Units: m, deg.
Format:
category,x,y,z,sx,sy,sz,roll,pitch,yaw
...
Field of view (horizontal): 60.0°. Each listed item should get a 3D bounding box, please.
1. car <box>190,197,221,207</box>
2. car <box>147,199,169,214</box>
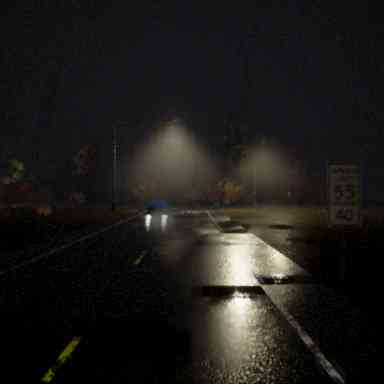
category,x,y,z,sx,sy,sz,roll,pitch,yaw
car,2.029,1.519,49.605,4.674,1.442,1.812,0,0,-1
car,-3.547,1.468,35.182,1.882,1.535,5.008,0,0,0
